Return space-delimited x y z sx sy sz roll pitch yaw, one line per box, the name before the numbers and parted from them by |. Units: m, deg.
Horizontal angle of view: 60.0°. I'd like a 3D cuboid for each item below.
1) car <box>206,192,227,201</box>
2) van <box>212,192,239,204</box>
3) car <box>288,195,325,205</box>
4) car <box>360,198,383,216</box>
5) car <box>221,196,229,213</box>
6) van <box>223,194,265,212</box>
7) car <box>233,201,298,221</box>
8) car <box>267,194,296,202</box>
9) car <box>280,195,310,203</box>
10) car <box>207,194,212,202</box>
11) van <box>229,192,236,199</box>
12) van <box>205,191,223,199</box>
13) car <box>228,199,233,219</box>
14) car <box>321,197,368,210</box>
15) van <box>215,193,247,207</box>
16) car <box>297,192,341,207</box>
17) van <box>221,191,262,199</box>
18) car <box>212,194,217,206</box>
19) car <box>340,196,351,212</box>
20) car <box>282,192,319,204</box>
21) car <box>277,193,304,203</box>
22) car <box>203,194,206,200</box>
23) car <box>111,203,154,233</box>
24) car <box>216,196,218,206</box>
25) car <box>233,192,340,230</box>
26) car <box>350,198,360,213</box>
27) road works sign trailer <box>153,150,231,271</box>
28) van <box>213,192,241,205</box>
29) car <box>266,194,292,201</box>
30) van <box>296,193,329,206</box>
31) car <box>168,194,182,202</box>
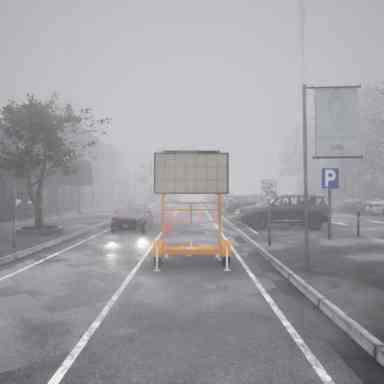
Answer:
car | 5.483 0.986 73.854 4.553 1.767 2.185 0 1 0
van | 5.688 1.049 57.035 4.442 1.987 1.878 0 1 0
car | 18.845 1.295 54.814 5.366 1.575 1.946 0 1 0
car | 18.714 1.193 29.826 5.566 2.045 2.435 0 0 0
car | 5.651 1.440 31.798 5.008 1.535 2.097 0 0 0
van | 5.754 1.198 37.407 4.442 1.987 1.878 0 0 0
car | 5.678 1.490 26.192 4.674 1.452 2.002 0 0 0
car | 18.427 1.160 68.691 5.366 1.575 1.946 0 1 0
car | 18.611 1.273 60.365 4.792 1.488 2.163 0 1 0
car | 5.562 1.078 51.427 5.566 2.045 2.435 0 1 0
van | 5.783 1.219 28.995 4.442 1.987 1.878 0 0 0
van | 5.370 0.805 82.263 4.442 1.987 1.878 0 1 0
car | 5.500 1.452 23.388 5.366 1.575 1.946 0 0 0
car | 18.676 1.441 40.928 4.792 1.488 2.163 0 0 0
van | 5.716 1.130 48.627 4.442 1.987 1.878 0 0 0
car | 18.706 1.100 49.261 5.566 2.045 2.435 0 1 0
van | 5.531 1.208 34.605 4.442 1.987 1.878 0 0 0
car | 5.616 1.378 45.821 4.892 1.521 2.231 0 0 0
car | 18.719 1.432 35.379 5.008 1.535 2.097 0 0 0
car | 18.678 1.019 57.587 5.566 2.045 2.435 0 1 0
car | 18.661 1.091 63.141 4.553 1.767 2.185 0 1 0
car | 5.505 0.915 68.247 5.566 2.045 2.435 0 1 0
car | -3.389 1.454 19.502 1.882 1.535 5.008 0 0 0
car | 5.657 1.443 40.211 4.792 1.488 2.163 0 0 0
car | 5.666 1.209 20.585 5.566 2.045 2.435 0 0 0
car | 18.728 1.441 32.601 4.892 1.521 2.231 0 0 0
road works sign trailer | -0.026 0.458 10.842 2.380 3.560 2.880 0 0 -1
van | 5.697 1.076 54.232 4.442 1.987 1.878 0 1 0
car | 18.608 1.138 71.468 4.892 1.521 2.231 0 1 0
van | 18.785 1.099 52.037 4.442 1.987 1.878 0 1 0
car | -3.438 1.237 61.862 2.128 1.511 4.902 0 0 0
